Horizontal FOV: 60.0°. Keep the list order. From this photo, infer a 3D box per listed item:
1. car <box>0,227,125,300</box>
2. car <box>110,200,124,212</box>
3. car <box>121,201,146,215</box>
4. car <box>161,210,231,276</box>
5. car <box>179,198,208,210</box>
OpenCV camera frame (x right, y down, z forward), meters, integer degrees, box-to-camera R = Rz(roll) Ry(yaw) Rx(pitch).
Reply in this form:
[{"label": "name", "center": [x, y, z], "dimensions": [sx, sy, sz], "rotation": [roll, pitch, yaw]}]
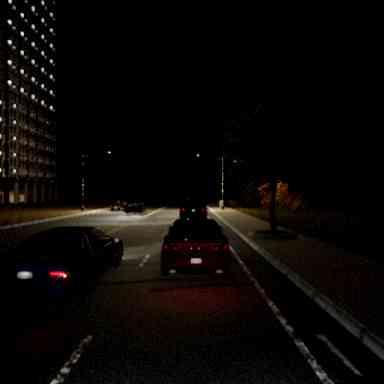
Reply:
[{"label": "car", "center": [-3.144, 1.624, 8.729], "dimensions": [2.033, 1.411, 5.357], "rotation": [0, 0, 0]}, {"label": "car", "center": [-9.767, 1.894, 45.085], "dimensions": [1.837, 1.490, 4.892], "rotation": [0, -1, 1]}, {"label": "car", "center": [-6.565, 1.935, 38.900], "dimensions": [1.895, 1.301, 4.718], "rotation": [0, -1, 0]}, {"label": "car", "center": [0.103, 1.571, 10.747], "dimensions": [1.882, 1.535, 5.008], "rotation": [0, 0, 0]}, {"label": "car", "center": [0.106, 1.458, 27.087], "dimensions": [2.150, 2.045, 5.566], "rotation": [0, 0, 0]}]
